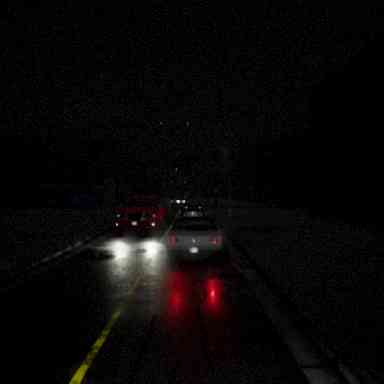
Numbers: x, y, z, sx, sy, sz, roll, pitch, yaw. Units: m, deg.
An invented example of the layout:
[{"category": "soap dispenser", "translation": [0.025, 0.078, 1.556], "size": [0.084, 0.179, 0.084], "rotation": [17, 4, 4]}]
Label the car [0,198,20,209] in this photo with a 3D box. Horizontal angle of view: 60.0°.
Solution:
[{"category": "car", "translation": [-25.700, 1.471, 45.107], "size": [4.097, 1.590, 1.967], "rotation": [0, 0, 0]}]

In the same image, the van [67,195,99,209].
[{"category": "van", "translation": [-14.749, 1.340, 45.161], "size": [3.998, 1.788, 1.690], "rotation": [0, 0, 0]}]

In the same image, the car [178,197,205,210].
[{"category": "car", "translation": [0.083, 1.453, 28.587], "size": [2.128, 1.511, 4.902], "rotation": [0, 0, 0]}]

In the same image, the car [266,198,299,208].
[{"category": "car", "translation": [12.253, 1.483, 45.294], "size": [4.403, 1.369, 2.008], "rotation": [0, 0, 0]}]

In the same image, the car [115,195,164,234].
[{"category": "car", "translation": [-2.846, 1.189, 19.193], "size": [2.150, 2.045, 5.566], "rotation": [0, 0, 0]}]

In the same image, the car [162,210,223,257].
[{"category": "car", "translation": [0.088, 1.576, 12.850], "size": [1.895, 1.301, 4.718], "rotation": [0, 0, 1]}]

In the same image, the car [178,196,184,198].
[{"category": "car", "translation": [-2.758, 1.614, 86.261], "size": [1.895, 1.301, 4.718], "rotation": [0, 0, 0]}]

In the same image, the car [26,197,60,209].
[{"category": "car", "translation": [-20.224, 1.455, 45.134], "size": [4.097, 1.590, 1.967], "rotation": [0, 0, 0]}]
